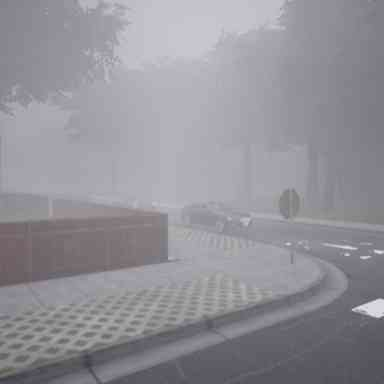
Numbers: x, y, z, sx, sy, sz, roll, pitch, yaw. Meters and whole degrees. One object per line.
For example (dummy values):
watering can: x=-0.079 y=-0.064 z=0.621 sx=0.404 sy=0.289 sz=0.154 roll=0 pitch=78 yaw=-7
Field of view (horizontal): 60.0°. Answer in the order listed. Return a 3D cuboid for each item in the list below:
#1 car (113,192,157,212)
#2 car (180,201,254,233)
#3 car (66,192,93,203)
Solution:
car: x=-4.645 y=0.908 z=26.644 sx=2.097 sy=1.767 sz=4.553 roll=-2 pitch=2 yaw=-35
car: x=1.249 y=1.254 z=18.347 sx=2.128 sy=1.511 sz=4.902 roll=-2 pitch=2 yaw=-35
car: x=-13.227 y=0.717 z=38.766 sx=2.033 sy=1.411 sz=5.357 roll=-2 pitch=3 yaw=-35
